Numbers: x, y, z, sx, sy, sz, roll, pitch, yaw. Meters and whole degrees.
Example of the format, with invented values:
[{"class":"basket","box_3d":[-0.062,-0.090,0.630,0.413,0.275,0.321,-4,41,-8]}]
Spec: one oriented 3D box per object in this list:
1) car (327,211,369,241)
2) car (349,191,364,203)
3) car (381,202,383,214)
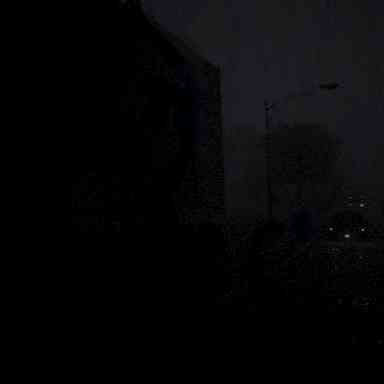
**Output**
[{"class":"car","box_3d":[8.637,1.740,18.371,2.033,1.411,5.357,-2,-1,27]},{"class":"car","box_3d":[26.836,0.791,54.265,2.097,1.767,4.553,-2,3,27]},{"class":"car","box_3d":[21.982,1.518,36.550,1.882,1.535,5.008,-2,0,27]}]
